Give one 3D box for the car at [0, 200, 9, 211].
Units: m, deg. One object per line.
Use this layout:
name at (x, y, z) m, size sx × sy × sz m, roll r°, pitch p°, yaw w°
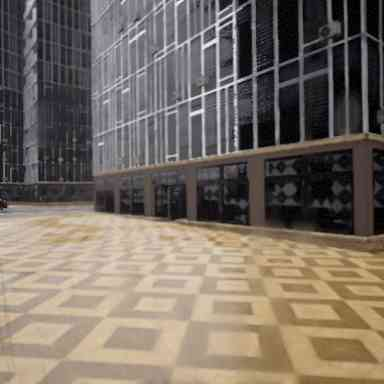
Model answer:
car at (-21.109, 1.105, 33.088) m, size 5.009 × 1.841 × 2.192 m, roll 0°, pitch -1°, yaw -38°
